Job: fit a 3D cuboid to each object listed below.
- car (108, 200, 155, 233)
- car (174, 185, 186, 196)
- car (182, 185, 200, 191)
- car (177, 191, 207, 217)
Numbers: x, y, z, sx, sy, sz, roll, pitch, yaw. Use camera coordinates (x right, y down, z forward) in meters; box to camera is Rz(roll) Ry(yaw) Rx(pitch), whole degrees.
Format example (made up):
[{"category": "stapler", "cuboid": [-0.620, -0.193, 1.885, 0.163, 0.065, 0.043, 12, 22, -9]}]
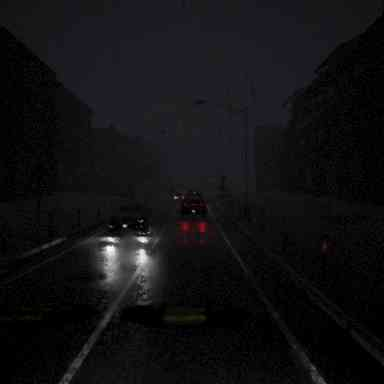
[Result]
[{"category": "car", "cuboid": [-3.093, 1.239, 17.733, 1.837, 1.490, 4.892, 0, 2, 0]}, {"category": "car", "cuboid": [-1.810, -0.299, 58.861, 2.150, 2.045, 5.566, 0, 1, 7]}, {"category": "car", "cuboid": [0.278, 0.262, 42.827, 2.128, 1.511, 4.902, 0, 2, 2]}, {"category": "car", "cuboid": [0.107, 0.978, 24.783, 2.128, 1.511, 4.902, 0, 2, 0]}]
